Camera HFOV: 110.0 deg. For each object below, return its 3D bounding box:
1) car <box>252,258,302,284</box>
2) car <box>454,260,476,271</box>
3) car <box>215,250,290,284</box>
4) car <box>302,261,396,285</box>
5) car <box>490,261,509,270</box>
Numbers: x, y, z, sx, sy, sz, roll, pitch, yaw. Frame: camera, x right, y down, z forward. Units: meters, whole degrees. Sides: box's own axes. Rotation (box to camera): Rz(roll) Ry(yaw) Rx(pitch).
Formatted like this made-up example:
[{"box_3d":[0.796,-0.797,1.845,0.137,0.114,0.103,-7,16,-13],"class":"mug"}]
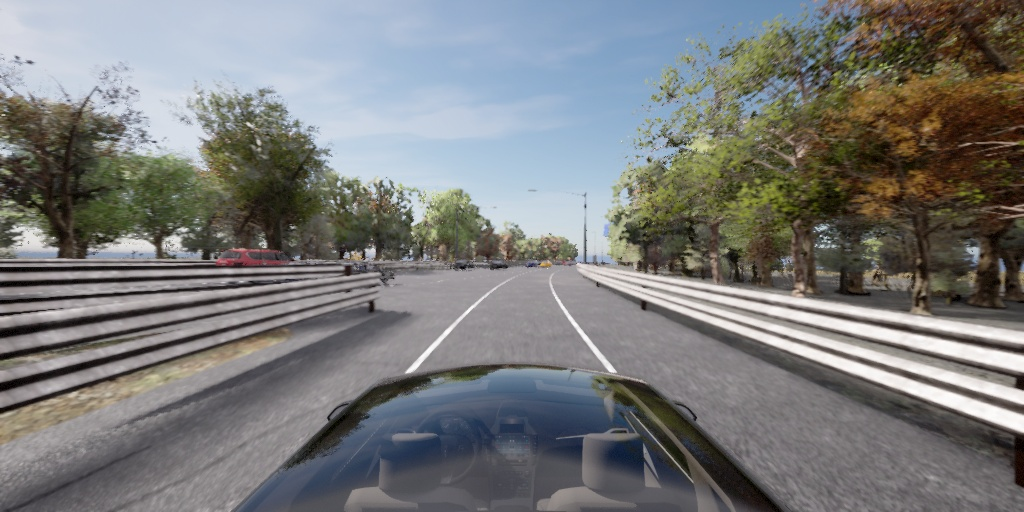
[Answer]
[{"box_3d":[-12.384,1.011,21.939,2.033,1.411,5.357,0,-1,16],"class":"car"},{"box_3d":[-6.969,1.402,53.410,1.837,1.490,4.892,0,-1,16],"class":"car"},{"box_3d":[-15.712,0.659,23.025,2.150,2.045,5.566,0,-1,16],"class":"car"},{"box_3d":[-9.035,1.038,20.918,2.033,1.411,5.357,0,-1,16],"class":"car"},{"box_3d":[-1.958,1.492,58.198,1.882,1.535,5.008,0,-1,16],"class":"car"}]
